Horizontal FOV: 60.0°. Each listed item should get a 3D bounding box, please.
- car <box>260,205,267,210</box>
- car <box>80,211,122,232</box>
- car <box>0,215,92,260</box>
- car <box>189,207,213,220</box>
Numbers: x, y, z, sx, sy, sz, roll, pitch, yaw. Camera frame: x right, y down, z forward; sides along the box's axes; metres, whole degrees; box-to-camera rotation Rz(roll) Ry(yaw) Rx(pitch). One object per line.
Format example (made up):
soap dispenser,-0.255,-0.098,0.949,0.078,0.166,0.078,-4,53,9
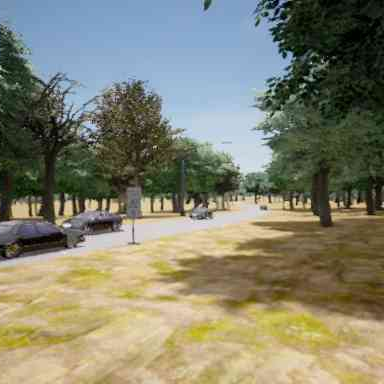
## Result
car,19.125,4.065,88.978,1.994,1.385,4.181,0,-2,13
car,-6.729,2.057,22.636,2.128,1.511,4.902,0,-1,24
car,-7.113,1.924,14.392,2.033,1.411,5.357,0,-1,25
car,1.159,2.647,41.331,2.128,1.511,4.902,0,-2,21
